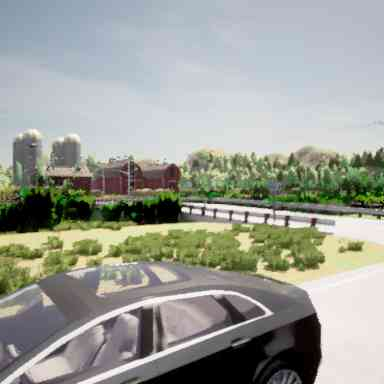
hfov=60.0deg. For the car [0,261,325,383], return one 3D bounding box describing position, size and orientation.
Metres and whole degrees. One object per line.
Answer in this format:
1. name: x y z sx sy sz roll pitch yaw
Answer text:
1. car: -0.873 1.488 2.857 4.902 1.511 2.128 -1 0 -35
